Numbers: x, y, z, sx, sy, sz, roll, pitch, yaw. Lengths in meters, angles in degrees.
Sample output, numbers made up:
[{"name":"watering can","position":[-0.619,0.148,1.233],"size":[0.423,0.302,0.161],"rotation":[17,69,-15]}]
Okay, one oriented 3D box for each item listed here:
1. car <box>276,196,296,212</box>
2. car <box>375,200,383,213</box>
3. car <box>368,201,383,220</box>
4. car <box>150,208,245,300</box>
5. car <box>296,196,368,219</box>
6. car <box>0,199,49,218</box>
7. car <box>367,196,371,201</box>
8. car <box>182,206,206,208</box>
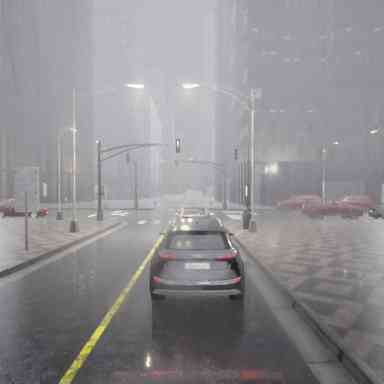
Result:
[{"name":"car","position":[12.151,1.325,37.669],"size":[5.009,1.841,2.192],"rotation":[0,1,0]},{"name":"car","position":[23.436,1.633,37.693],"size":[4.313,1.339,1.947],"rotation":[0,1,0]},{"name":"car","position":[17.799,1.742,29.159],"size":[4.313,1.339,1.947],"rotation":[0,1,0]},{"name":"car","position":[0.117,1.428,8.364],"size":[2.033,1.649,4.856],"rotation":[0,0,0]},{"name":"car","position":[12.156,1.462,29.146],"size":[5.009,1.841,2.192],"rotation":[0,1,0]},{"name":"car","position":[-14.886,1.567,29.099],"size":[4.507,1.381,1.887],"rotation":[0,1,0]},{"name":"car","position":[17.794,1.353,37.680],"size":[5.009,1.841,2.192],"rotation":[0,1,0]},{"name":"car","position":[0.116,1.507,17.451],"size":[1.837,1.490,4.892],"rotation":[0,0,0]}]
